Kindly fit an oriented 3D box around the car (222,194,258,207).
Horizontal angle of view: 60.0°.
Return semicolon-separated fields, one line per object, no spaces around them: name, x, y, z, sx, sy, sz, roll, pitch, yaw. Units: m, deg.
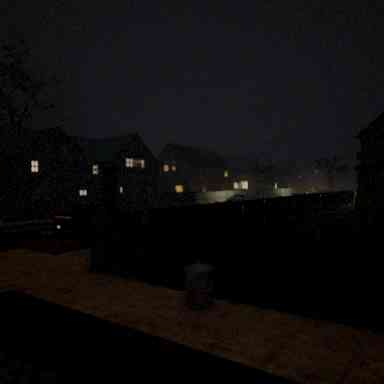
car;5.146;0.865;34.745;2.033;1.411;5.357;-1;1;37

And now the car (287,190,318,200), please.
car;13.273;0.550;40.807;2.128;1.511;4.902;-1;1;38

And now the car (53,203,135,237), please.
car;-4.586;1.301;16.970;2.128;1.511;4.902;-1;1;37

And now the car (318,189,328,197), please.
car;19.484;0.324;49.178;1.837;1.490;4.892;-1;1;37
